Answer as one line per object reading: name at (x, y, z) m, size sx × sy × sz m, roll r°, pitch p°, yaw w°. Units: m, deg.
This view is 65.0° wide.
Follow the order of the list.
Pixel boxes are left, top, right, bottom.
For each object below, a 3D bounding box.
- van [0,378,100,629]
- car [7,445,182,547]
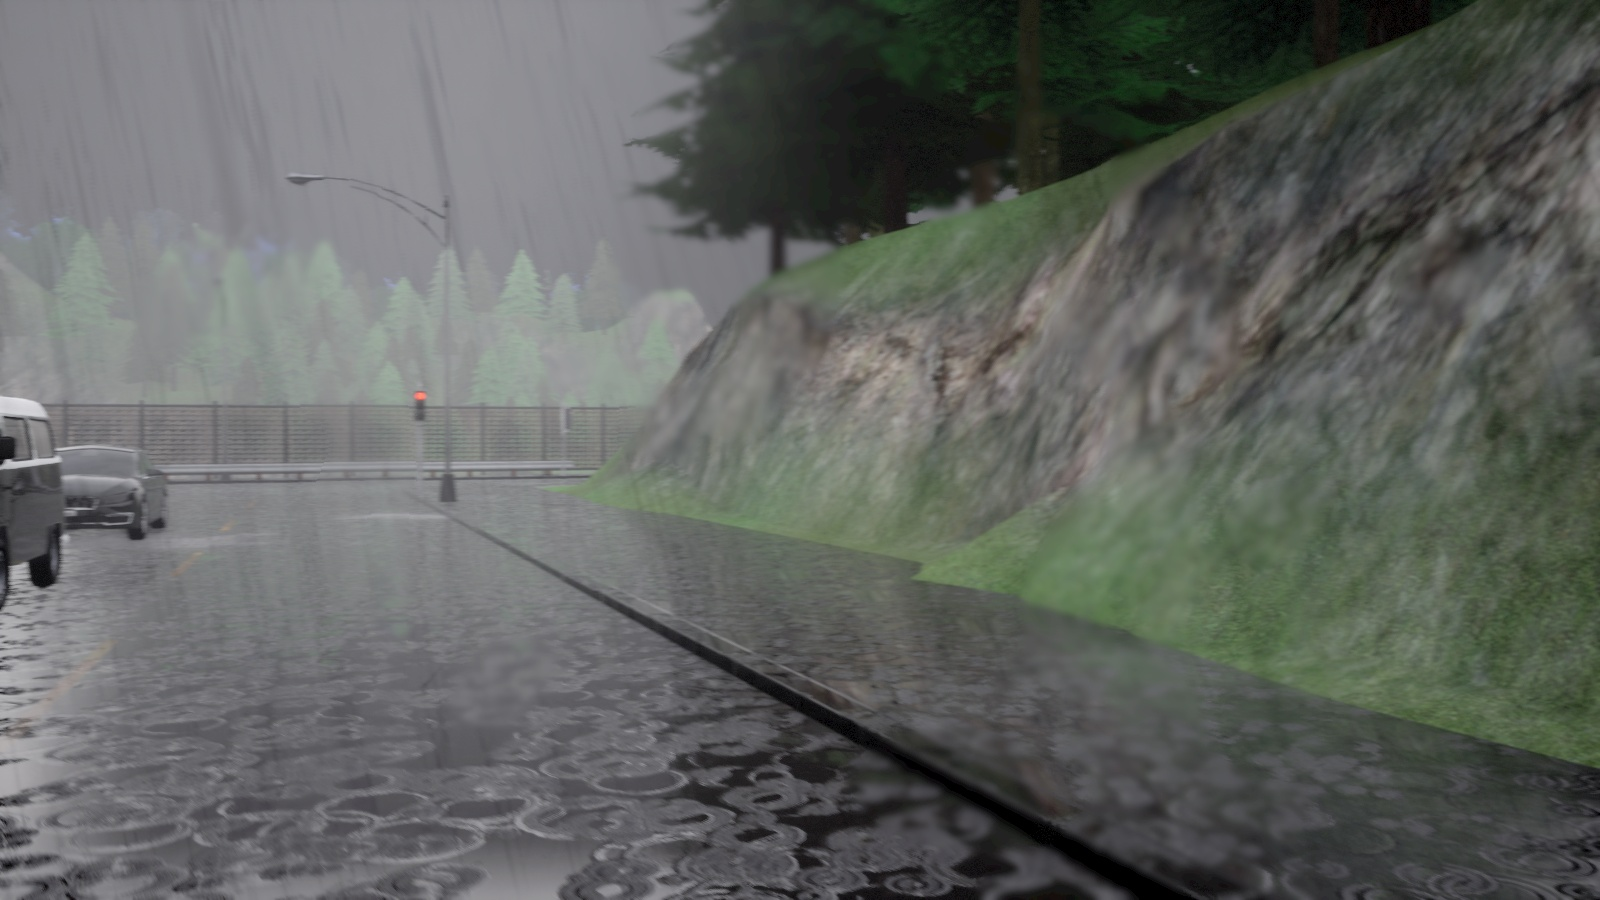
van at (-8.212, 0.427, 11.937) m, size 2.069 × 2.038 × 4.480 m, roll 0°, pitch 0°, yaw -21°
car at (-11.653, 0.667, 21.079) m, size 1.837 × 1.490 × 4.892 m, roll 0°, pitch 0°, yaw -21°
